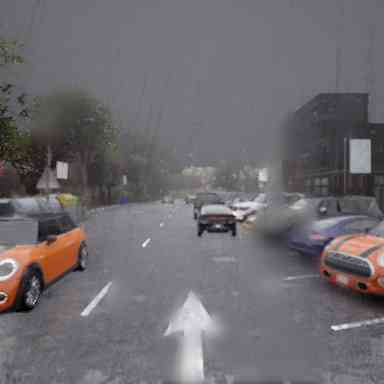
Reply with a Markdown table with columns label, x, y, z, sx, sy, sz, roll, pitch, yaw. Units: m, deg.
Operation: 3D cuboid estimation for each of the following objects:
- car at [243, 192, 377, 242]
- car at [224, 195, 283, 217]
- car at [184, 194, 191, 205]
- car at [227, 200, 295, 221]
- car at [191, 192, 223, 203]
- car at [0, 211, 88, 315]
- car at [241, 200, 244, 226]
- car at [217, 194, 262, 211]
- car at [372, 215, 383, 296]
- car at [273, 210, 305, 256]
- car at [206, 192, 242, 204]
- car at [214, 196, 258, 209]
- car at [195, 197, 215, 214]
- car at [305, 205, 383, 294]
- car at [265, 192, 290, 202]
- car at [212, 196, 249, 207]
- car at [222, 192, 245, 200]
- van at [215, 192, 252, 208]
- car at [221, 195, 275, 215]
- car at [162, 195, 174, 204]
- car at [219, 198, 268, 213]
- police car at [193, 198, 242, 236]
| label | x | y | z | sx | sy | sz | roll | pitch | yaw |
| --- | --- | --- | --- | --- | --- | --- | --- | --- | --- |
| car | 5.324 | 1.152 | 13.878 | 5.566 | 2.045 | 2.435 | 1 | 1 | -20 |
| car | 5.345 | 1.210 | 28.910 | 4.553 | 1.767 | 2.185 | 1 | 0 | -20 |
| car | 0.015 | 1.296 | 54.092 | 1.812 | 1.442 | 4.674 | 0 | 0 | 0 |
| car | 5.343 | 1.377 | 25.896 | 4.792 | 1.488 | 2.163 | 1 | 1 | -20 |
| car | 1.209 | 1.081 | 27.641 | 2.150 | 2.045 | 5.566 | 0 | 0 | 0 |
| car | -3.985 | 1.305 | 7.562 | 2.097 | 1.767 | 4.553 | 0 | 0 | 0 |
| car | 5.322 | 1.404 | 19.895 | 4.792 | 1.488 | 2.163 | 1 | 1 | -20 |
| car | 5.429 | 1.180 | 37.928 | 4.553 | 1.767 | 2.185 | 1 | 0 | -20 |
| car | 5.346 | 1.329 | 4.903 | 4.553 | 1.767 | 2.185 | 1 | 1 | -20 |
| car | 5.323 | 1.460 | 10.902 | 4.674 | 1.452 | 2.002 | 1 | 0 | -20 |
| car | 5.411 | 0.999 | 55.968 | 5.566 | 2.045 | 2.435 | 1 | 0 | -20 |
| car | 5.391 | 1.296 | 40.932 | 5.008 | 1.535 | 2.097 | 1 | 0 | -20 |
| car | 1.219 | 1.312 | 33.612 | 1.882 | 1.535 | 5.008 | 0 | 0 | 0 |
| car | 5.352 | 1.311 | 7.905 | 4.553 | 1.767 | 2.185 | 1 | 1 | -20 |
| car | 18.376 | 0.961 | 71.961 | 2.435 | 2.045 | 5.566 | 0 | 1 | -21 |
| car | 5.405 | 1.318 | 46.934 | 4.674 | 1.452 | 2.002 | 1 | 0 | -20 |
| car | 5.337 | 1.109 | 22.895 | 5.566 | 2.045 | 2.435 | 1 | 1 | -20 |
| van | 5.511 | 1.063 | 43.976 | 4.442 | 1.987 | 1.878 | 1 | 0 | -20 |
| car | 5.352 | 1.199 | 31.911 | 4.553 | 1.767 | 2.185 | 1 | 0 | -20 |
| car | -4.023 | 1.257 | 55.984 | 2.128 | 1.511 | 4.902 | 0 | 0 | 0 |
| car | 5.391 | 1.355 | 34.920 | 4.674 | 1.452 | 2.002 | 1 | 0 | -20 |
| police car | 1.189 | 1.324 | 17.721 | 1.930 | 1.638 | 5.238 | 0 | 0 | 0 |
